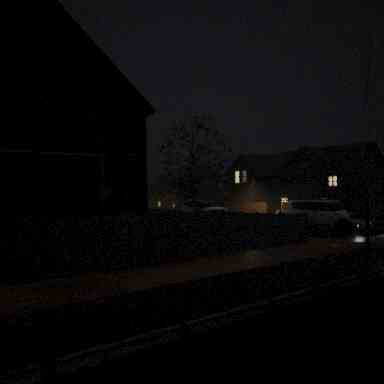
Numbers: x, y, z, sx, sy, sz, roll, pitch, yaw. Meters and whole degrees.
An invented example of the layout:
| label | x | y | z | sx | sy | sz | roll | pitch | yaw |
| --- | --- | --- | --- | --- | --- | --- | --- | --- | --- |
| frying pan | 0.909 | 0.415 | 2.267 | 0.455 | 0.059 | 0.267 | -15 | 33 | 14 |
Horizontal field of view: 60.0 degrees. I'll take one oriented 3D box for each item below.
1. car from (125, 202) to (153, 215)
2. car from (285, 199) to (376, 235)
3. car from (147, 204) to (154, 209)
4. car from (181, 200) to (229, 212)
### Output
| label | x | y | z | sx | sy | sz | roll | pitch | yaw |
| --- | --- | --- | --- | --- | --- | --- | --- | --- | --- |
| car | -7.837 | 2.341 | 48.811 | 2.097 | 1.767 | 4.553 | -1 | -1 | -35 |
| car | 8.515 | 1.493 | 21.114 | 2.150 | 2.045 | 5.566 | -1 | -1 | -36 |
| car | -5.836 | 2.381 | 41.078 | 1.812 | 1.442 | 4.674 | -1 | -1 | -35 |
| car | 1.154 | 1.795 | 31.344 | 2.150 | 2.045 | 5.566 | -1 | -1 | -36 |
